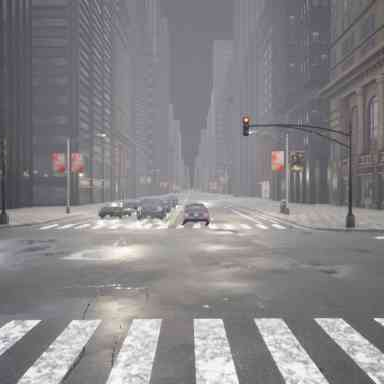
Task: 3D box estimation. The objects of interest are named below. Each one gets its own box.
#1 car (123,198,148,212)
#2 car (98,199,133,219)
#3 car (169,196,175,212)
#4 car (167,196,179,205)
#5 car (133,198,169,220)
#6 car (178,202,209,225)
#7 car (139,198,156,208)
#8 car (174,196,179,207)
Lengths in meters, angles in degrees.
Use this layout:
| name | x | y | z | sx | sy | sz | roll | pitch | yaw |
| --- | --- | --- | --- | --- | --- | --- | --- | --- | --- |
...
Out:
| name | x | y | z | sx | sy | sz | roll | pitch | yaw |
| --- | --- | --- | --- | --- | --- | --- | --- | --- | --- |
| car | -6.576 | 1.522 | 39.397 | 2.033 | 1.411 | 5.357 | 0 | 0 | 0 |
| car | -6.557 | 1.531 | 29.298 | 2.033 | 1.411 | 5.357 | 0 | 0 | 4 |
| car | -3.328 | 1.523 | 37.515 | 2.033 | 1.411 | 5.357 | 0 | 0 | 0 |
| car | -3.286 | 1.454 | 57.788 | 1.837 | 1.490 | 4.892 | 0 | 0 | 0 |
| car | -3.333 | 1.337 | 28.040 | 2.097 | 1.767 | 4.553 | 0 | 0 | 0 |
| car | 0.226 | 1.537 | 24.046 | 2.033 | 1.411 | 5.357 | 0 | 0 | -1 |
| car | -6.575 | 1.564 | 49.483 | 1.895 | 1.301 | 4.718 | 0 | 0 | 0 |
| car | -3.329 | 1.529 | 47.414 | 1.994 | 1.385 | 4.181 | 0 | 0 | 0 |
